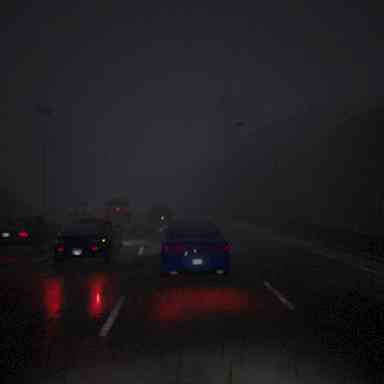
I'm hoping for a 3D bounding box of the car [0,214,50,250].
[{"bbox_3d":[-7.542,1.746,15.427,2.033,1.411,5.357,0,-1,-7],"label":"car"}]

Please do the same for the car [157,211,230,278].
[{"bbox_3d":[-0.047,1.596,10.656,1.882,1.535,5.008,0,-1,-4],"label":"car"}]

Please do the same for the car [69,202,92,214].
[{"bbox_3d":[-11.707,1.781,35.020,2.097,1.767,4.553,0,-1,-16],"label":"car"}]

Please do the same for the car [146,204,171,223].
[{"bbox_3d":[-2.848,1.832,28.710,1.837,1.490,4.892,0,-1,-13],"label":"car"}]

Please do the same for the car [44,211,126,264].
[{"bbox_3d":[-3.743,1.678,12.460,1.812,1.442,4.674,0,-1,-6],"label":"car"}]

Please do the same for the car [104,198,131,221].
[{"bbox_3d":[-6.866,1.584,30.637,2.150,2.045,5.566,0,-1,-14],"label":"car"}]
